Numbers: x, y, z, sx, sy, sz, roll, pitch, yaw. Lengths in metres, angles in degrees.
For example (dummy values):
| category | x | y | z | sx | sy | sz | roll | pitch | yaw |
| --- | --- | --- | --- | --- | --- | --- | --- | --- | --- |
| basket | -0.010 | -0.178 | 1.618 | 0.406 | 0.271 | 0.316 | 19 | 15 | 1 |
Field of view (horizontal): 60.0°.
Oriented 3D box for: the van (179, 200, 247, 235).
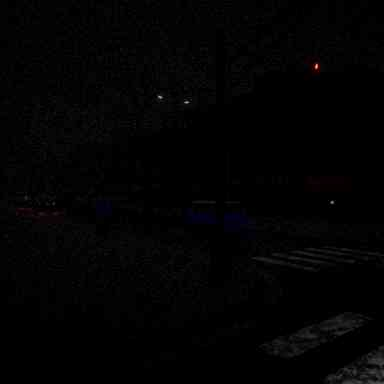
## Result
| category | x | y | z | sx | sy | sz | roll | pitch | yaw |
| --- | --- | --- | --- | --- | --- | --- | --- | --- | --- |
| van | 1.242 | 1.374 | 18.603 | 1.690 | 1.788 | 3.998 | 0 | 0 | -36 |

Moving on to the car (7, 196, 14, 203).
| category | x | y | z | sx | sy | sz | roll | pitch | yaw |
| --- | --- | --- | --- | --- | --- | --- | --- | --- | --- |
| car | -40.500 | 1.698 | 76.259 | 1.967 | 1.590 | 4.097 | 0 | 0 | -36 |

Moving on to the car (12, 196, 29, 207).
| category | x | y | z | sx | sy | sz | roll | pitch | yaw |
| --- | --- | --- | --- | --- | --- | --- | --- | --- | --- |
| car | -27.108 | 1.772 | 53.431 | 1.895 | 1.301 | 4.718 | 0 | 0 | -36 |

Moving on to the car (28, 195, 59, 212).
| category | x | y | z | sx | sy | sz | roll | pitch | yaw |
| --- | --- | --- | --- | --- | --- | --- | --- | --- | --- |
| car | -18.765 | 1.478 | 41.913 | 2.097 | 1.767 | 4.553 | 0 | 0 | -36 |

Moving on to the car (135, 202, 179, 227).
| category | x | y | z | sx | sy | sz | roll | pitch | yaw |
| --- | --- | --- | --- | --- | --- | --- | --- | --- | --- |
| car | -1.969 | 1.488 | 23.038 | 1.967 | 1.590 | 4.097 | 0 | 0 | -36 |

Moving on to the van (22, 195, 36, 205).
| category | x | y | z | sx | sy | sz | roll | pitch | yaw |
| --- | --- | --- | --- | --- | --- | --- | --- | --- | --- |
| van | -30.867 | 1.546 | 62.954 | 1.690 | 1.788 | 3.998 | 0 | 0 | -36 |

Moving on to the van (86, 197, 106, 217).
| category | x | y | z | sx | sy | sz | roll | pitch | yaw |
| --- | --- | --- | --- | --- | --- | --- | --- | --- | --- |
| van | -8.391 | 1.422 | 31.908 | 1.690 | 1.788 | 3.998 | 0 | 0 | -36 |

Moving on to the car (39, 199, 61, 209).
| category | x | y | z | sx | sy | sz | roll | pitch | yaw |
| --- | --- | --- | --- | --- | --- | --- | --- | --- | --- |
| car | -21.234 | 1.702 | 49.648 | 2.008 | 1.369 | 4.403 | 0 | 0 | -36 |

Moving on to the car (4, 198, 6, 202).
| category | x | y | z | sx | sy | sz | roll | pitch | yaw |
| --- | --- | --- | --- | --- | --- | --- | --- | --- | --- |
| car | -43.810 | 1.801 | 80.832 | 1.752 | 1.417 | 4.829 | 0 | 0 | -36 |

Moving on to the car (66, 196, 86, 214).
| category | x | y | z | sx | sy | sz | roll | pitch | yaw |
| --- | --- | --- | --- | --- | --- | --- | --- | --- | --- |
| car | -11.602 | 1.413 | 36.340 | 2.192 | 1.841 | 5.009 | 0 | 0 | -36 |

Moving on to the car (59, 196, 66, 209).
| category | x | y | z | sx | sy | sz | roll | pitch | yaw |
| --- | --- | --- | --- | --- | --- | --- | --- | --- | --- |
| car | -18.024 | 1.449 | 45.213 | 2.192 | 1.841 | 5.009 | 0 | 0 | -36 |

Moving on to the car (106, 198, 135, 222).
| category | x | y | z | sx | sy | sz | roll | pitch | yaw |
| --- | --- | --- | --- | --- | --- | --- | --- | --- | --- |
| car | -5.180 | 1.504 | 27.473 | 1.967 | 1.590 | 4.097 | 0 | 0 | -36 |

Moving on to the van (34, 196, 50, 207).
| category | x | y | z | sx | sy | sz | roll | pitch | yaw |
| --- | --- | --- | --- | --- | --- | --- | --- | --- | --- |
| van | -24.445 | 1.510 | 54.083 | 1.690 | 1.788 | 3.998 | 0 | 0 | -36 |

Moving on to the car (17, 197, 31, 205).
| category | x | y | z | sx | sy | sz | roll | pitch | yaw |
| --- | --- | --- | --- | --- | --- | --- | --- | --- | --- |
| car | -34.177 | 1.749 | 67.526 | 1.752 | 1.417 | 4.829 | 0 | 0 | -36 |
